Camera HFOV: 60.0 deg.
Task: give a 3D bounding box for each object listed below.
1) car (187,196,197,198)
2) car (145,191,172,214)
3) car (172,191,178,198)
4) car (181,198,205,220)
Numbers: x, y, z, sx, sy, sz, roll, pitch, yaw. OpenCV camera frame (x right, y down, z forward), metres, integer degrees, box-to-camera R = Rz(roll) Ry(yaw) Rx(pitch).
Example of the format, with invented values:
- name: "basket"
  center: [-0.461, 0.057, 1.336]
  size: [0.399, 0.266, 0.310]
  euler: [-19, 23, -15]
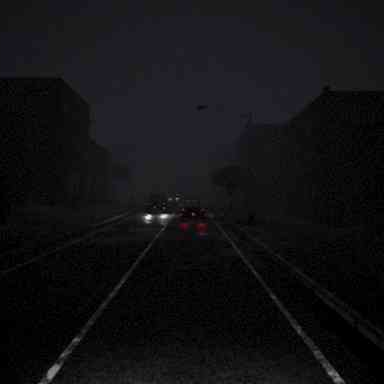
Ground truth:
- name: "car"
  center: [0.018, 1.305, 44.543]
  size: [2.128, 1.511, 4.902]
  euler: [0, 1, 0]
- name: "car"
  center: [-3.624, 1.133, 35.295]
  size: [2.150, 2.045, 5.566]
  euler: [0, 1, 0]
- name: "car"
  center: [-4.264, 0.548, 76.659]
  size: [1.882, 1.535, 5.008]
  euler: [0, 2, -4]
- name: "car"
  center: [0.060, 1.487, 27.547]
  size: [1.812, 1.442, 4.674]
  euler: [0, 0, -1]
